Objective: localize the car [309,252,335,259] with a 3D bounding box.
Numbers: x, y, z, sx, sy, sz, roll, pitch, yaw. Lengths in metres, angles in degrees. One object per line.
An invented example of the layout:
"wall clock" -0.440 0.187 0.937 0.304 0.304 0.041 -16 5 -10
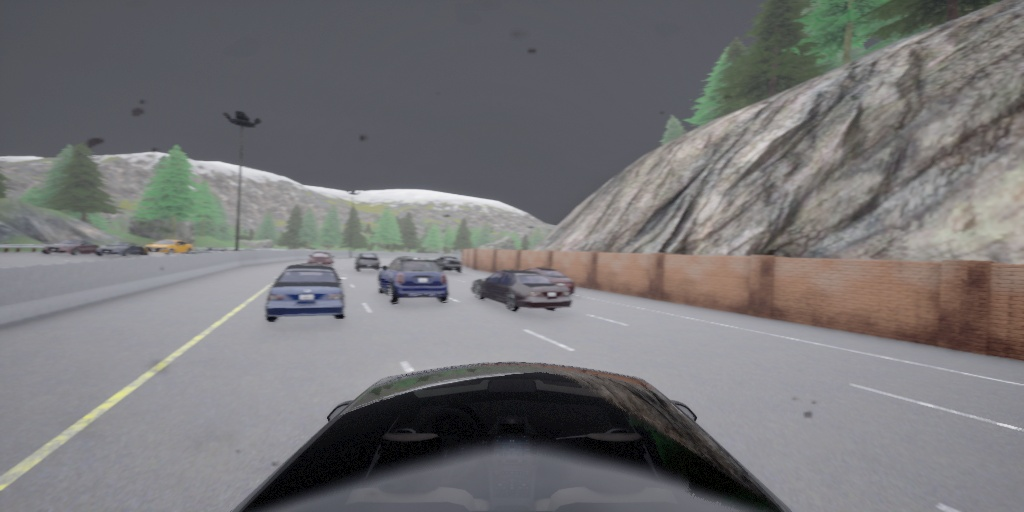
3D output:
"car" -15.904 0.349 29.955 1.812 1.442 4.674 3 1 -25

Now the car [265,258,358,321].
"car" -6.033 0.954 10.737 2.033 1.411 5.357 3 0 -28

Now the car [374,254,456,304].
"car" -4.175 0.829 14.752 2.097 1.767 4.553 3 0 -28

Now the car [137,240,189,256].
"car" -33.044 -0.847 34.646 1.882 1.535 5.008 3 0 -18

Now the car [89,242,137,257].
"car" -36.390 -0.608 33.572 1.994 1.385 4.181 3 0 -18

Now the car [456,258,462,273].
"car" -6.165 0.789 33.880 1.837 1.490 4.892 2 1 -26

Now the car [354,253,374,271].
"car" -12.332 0.488 30.597 2.128 1.511 4.902 3 0 -26

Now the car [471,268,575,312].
"car" 0.146 1.241 14.014 2.033 1.411 5.357 3 0 -28

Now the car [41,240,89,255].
"car" -39.717 -0.758 32.495 1.994 1.385 4.181 3 0 -18

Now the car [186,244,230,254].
"car" -29.730 -0.232 35.697 1.895 1.301 4.718 3 0 -18
